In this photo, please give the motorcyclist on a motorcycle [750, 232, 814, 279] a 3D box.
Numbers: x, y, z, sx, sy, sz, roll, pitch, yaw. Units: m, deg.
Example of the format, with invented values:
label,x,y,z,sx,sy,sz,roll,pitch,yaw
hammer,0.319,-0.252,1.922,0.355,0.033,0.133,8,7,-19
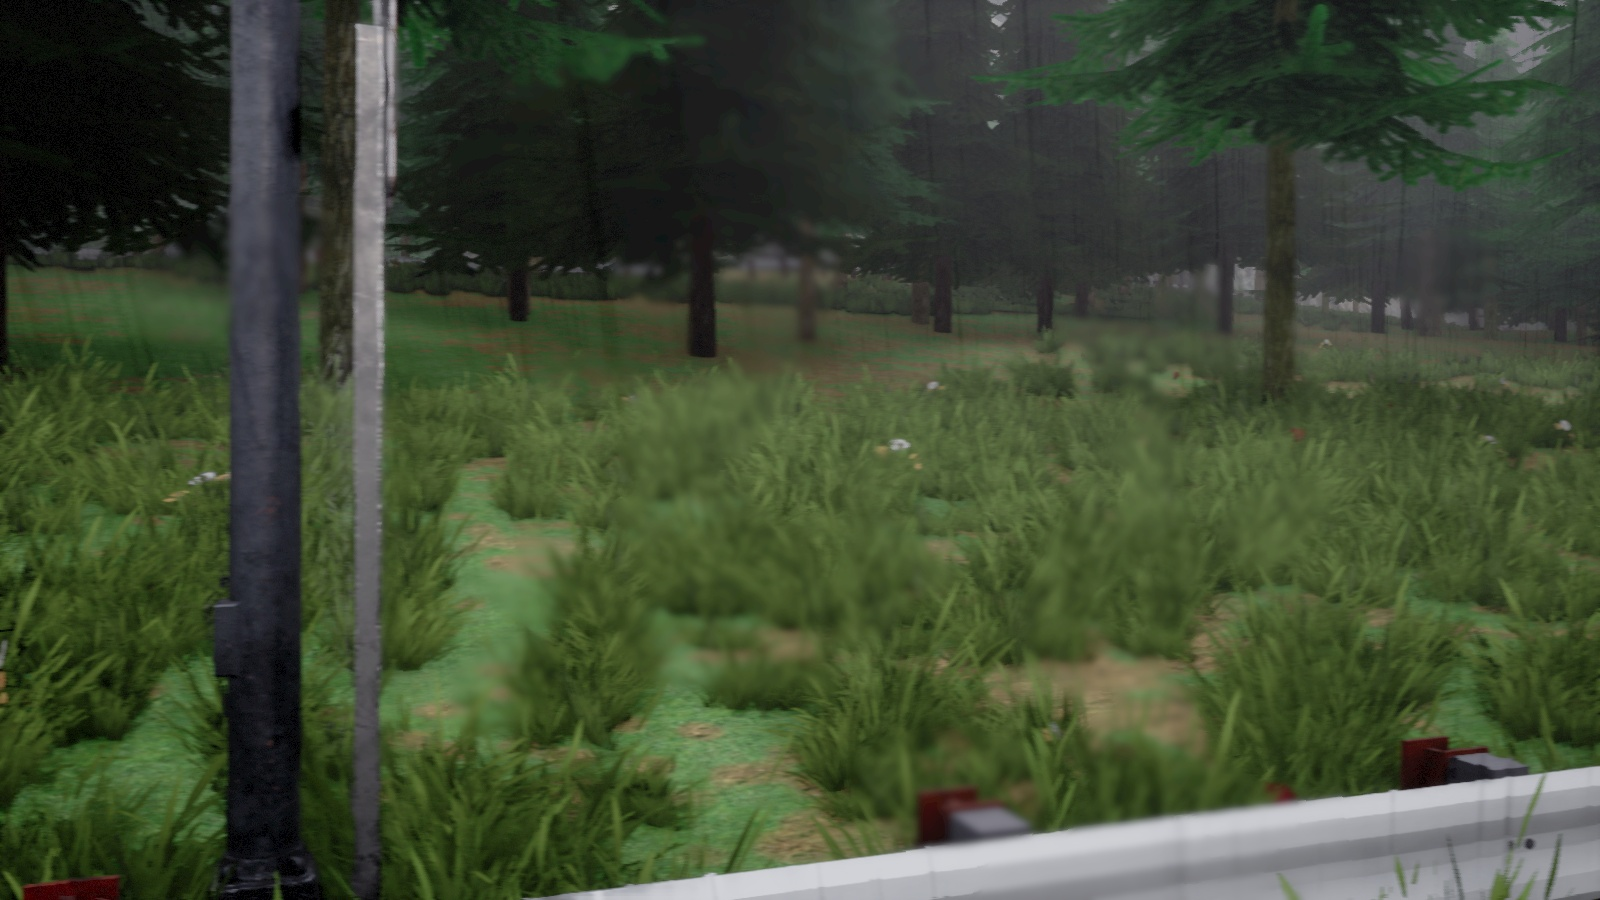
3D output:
label,x,y,z,sx,sy,sz,roll,pitch,yaw
motorcyclist on a motorcycle,-0.662,-7.348,47.586,2.350,1.649,0.766,-7,4,-40
